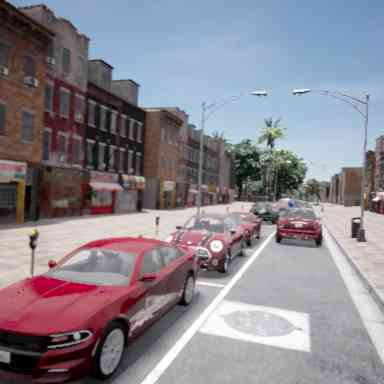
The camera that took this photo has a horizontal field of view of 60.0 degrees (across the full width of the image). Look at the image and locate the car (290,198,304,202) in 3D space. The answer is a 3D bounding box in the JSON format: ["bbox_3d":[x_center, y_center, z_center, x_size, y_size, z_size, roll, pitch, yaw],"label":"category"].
[{"bbox_3d":[13.748,1.950,41.463,2.097,1.767,4.553,3,0,19],"label":"car"}]

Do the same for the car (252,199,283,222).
[{"bbox_3d":[5.922,1.591,27.115,2.097,1.767,4.553,3,0,19],"label":"car"}]

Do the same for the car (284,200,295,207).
[{"bbox_3d":[21.452,2.527,72.862,2.008,1.369,4.403,3,0,19],"label":"car"}]

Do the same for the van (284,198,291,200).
[{"bbox_3d":[14.481,1.977,52.153,1.690,1.788,3.998,3,0,19],"label":"van"}]

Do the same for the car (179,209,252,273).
[{"bbox_3d":[0.515,1.447,10.735,1.967,1.590,4.097,3,0,19],"label":"car"}]

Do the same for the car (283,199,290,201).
[{"bbox_3d":[12.725,2.133,46.975,1.802,1.307,4.206,3,0,19],"label":"car"}]

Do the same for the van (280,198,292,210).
[{"bbox_3d":[16.227,2.062,57.330,1.690,1.788,3.998,3,0,19],"label":"van"}]

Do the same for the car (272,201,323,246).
[{"bbox_3d":[5.592,1.590,17.264,2.097,1.767,4.553,3,0,19],"label":"car"}]

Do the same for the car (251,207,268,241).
[{"bbox_3d":[2.256,1.627,15.913,1.887,1.381,4.507,3,0,19],"label":"car"}]

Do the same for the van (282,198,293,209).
[{"bbox_3d":[17.972,2.147,62.508,1.690,1.788,3.998,3,0,19],"label":"van"}]

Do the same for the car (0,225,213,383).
[{"bbox_3d":[-1.233,1.477,5.558,1.887,1.381,4.507,3,0,19],"label":"car"}]

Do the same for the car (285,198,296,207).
[{"bbox_3d":[23.208,2.380,78.039,2.192,1.841,5.009,3,0,19],"label":"car"}]
